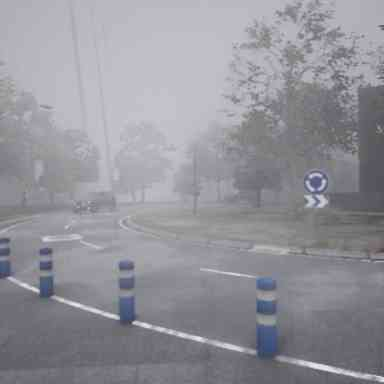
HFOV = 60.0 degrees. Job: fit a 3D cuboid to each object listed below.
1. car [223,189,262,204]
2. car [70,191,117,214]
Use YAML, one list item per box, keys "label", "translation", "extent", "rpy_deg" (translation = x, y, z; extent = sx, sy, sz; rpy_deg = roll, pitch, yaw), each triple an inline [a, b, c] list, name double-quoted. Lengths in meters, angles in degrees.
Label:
- label: "car"
  translation: [7.359, 0.615, 48.225]
  extent: [5.566, 2.045, 2.150]
  rpy_deg: [-1, 1, -13]
- label: "car"
  translation: [-9.385, 0.968, 32.335]
  extent: [2.150, 2.045, 5.566]
  rpy_deg: [-1, 1, 17]
